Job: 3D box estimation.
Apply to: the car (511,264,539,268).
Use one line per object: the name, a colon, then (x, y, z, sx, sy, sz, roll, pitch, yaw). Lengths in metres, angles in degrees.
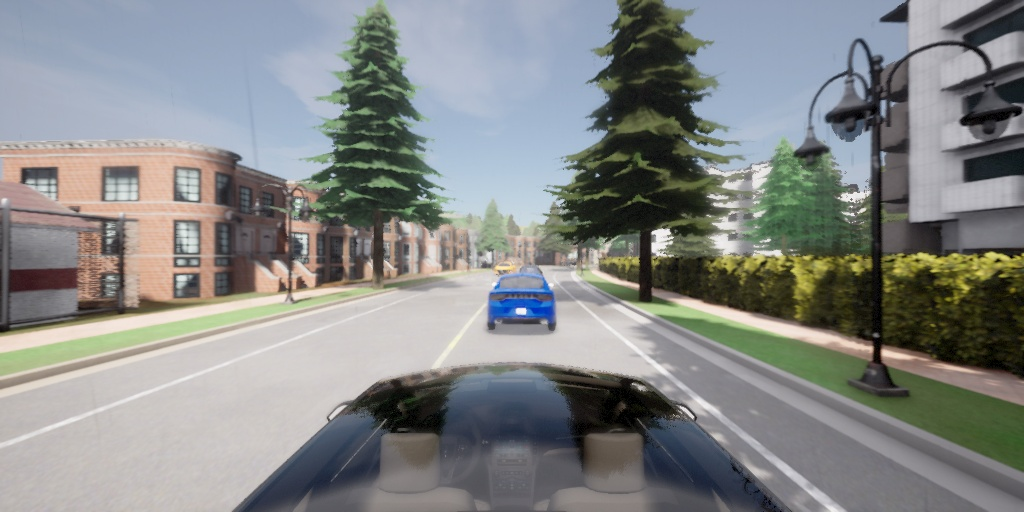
car: (1.388, 1.432, 27.286, 2.033, 1.411, 5.357, 0, 0, 6)

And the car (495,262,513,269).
car: (-0.741, 1.427, 40.477, 1.882, 1.535, 5.008, 0, 0, 8)

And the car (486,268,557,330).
car: (0.327, 1.279, 11.385, 1.882, 1.535, 5.008, 0, -1, 2)
